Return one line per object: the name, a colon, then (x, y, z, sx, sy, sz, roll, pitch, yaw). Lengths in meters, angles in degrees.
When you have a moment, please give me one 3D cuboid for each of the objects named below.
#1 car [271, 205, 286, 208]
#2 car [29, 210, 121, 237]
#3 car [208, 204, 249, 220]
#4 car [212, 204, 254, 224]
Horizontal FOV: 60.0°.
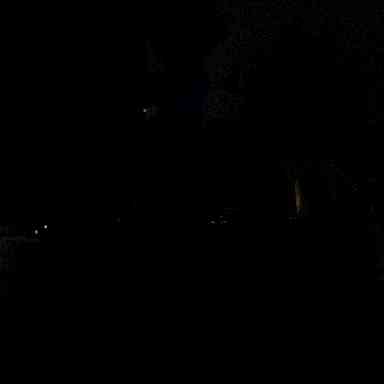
car: (13.066, 2.044, 47.507, 2.033, 1.411, 5.357, 0, -1, 36)
car: (-6.754, 1.775, 19.910, 2.033, 1.411, 5.357, 0, -1, 36)
car: (3.922, 2.047, 34.856, 2.128, 1.511, 4.902, 0, -1, 36)
car: (3.884, 1.941, 29.754, 1.882, 1.535, 5.008, 0, -1, 36)
